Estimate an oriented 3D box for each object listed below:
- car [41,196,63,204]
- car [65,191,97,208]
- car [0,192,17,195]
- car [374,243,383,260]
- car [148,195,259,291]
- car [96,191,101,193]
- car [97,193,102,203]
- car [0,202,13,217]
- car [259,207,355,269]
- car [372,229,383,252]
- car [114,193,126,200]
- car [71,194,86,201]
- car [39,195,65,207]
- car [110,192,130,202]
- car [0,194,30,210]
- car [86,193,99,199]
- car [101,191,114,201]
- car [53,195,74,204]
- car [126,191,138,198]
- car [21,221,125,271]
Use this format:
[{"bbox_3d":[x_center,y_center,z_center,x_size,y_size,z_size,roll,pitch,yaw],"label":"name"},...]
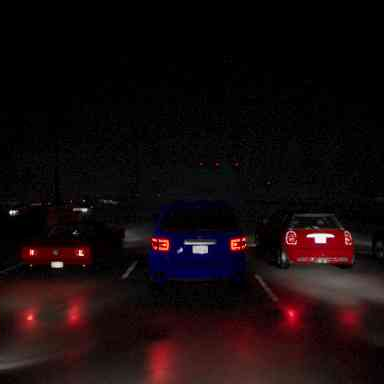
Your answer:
[{"bbox_3d":[-25.087,1.323,59.768,1.895,1.301,4.718,0,0,0],"label":"car"},{"bbox_3d":[-14.479,1.173,43.822,2.097,1.767,4.553,0,0,-1],"label":"car"},{"bbox_3d":[-24.982,1.039,43.978,2.150,2.045,5.566,0,0,-1],"label":"car"},{"bbox_3d":[3.597,1.490,2.113,2.128,1.511,4.902,0,0,0],"label":"car"},{"bbox_3d":[0.054,1.208,9.160,2.150,2.045,5.566,0,0,-2],"label":"car"},{"bbox_3d":[-21.794,0.944,81.977,2.097,1.767,4.553,0,0,-1],"label":"car"},{"bbox_3d":[-18.104,1.324,59.643,1.895,1.301,4.718,0,0,0],"label":"car"},{"bbox_3d":[-14.256,1.549,22.056,1.895,1.301,4.718,0,0,-1],"label":"car"},{"bbox_3d":[3.519,1.335,11.257,2.097,1.767,4.553,0,0,0],"label":"car"},{"bbox_3d":[7.030,1.478,9.356,2.128,1.511,4.902,0,0,0],"label":"car"},{"bbox_3d":[-18.356,1.098,84.708,2.128,1.511,4.902,0,0,-1],"label":"car"},{"bbox_3d":[-25.195,1.136,74.139,1.837,1.490,4.892,0,0,-1],"label":"car"},{"bbox_3d":[-17.969,1.331,42.789,1.837,1.490,4.892,0,0,-1],"label":"car"},{"bbox_3d":[-14.631,1.222,67.660,2.033,1.411,5.357,0,0,0],"label":"car"},{"bbox_3d":[-21.430,1.366,40.302,1.812,1.442,4.674,0,0,-1],"label":"car"},{"bbox_3d":[-25.397,1.109,85.274,2.033,1.411,5.357,0,0,-3],"label":"car"},{"bbox_3d":[-18.195,1.176,74.181,2.033,1.411,5.357,0,0,-1],"label":"car"},{"bbox_3d":[-21.585,1.270,56.110,1.812,1.442,4.674,0,1,0],"label":"car"},{"bbox_3d":[-14.733,0.840,77.648,2.150,2.045,5.566,0,0,-1],"label":"car"},{"bbox_3d":[-3.475,1.585,10.801,1.895,1.301,4.718,0,0,0],"label":"car"}]
